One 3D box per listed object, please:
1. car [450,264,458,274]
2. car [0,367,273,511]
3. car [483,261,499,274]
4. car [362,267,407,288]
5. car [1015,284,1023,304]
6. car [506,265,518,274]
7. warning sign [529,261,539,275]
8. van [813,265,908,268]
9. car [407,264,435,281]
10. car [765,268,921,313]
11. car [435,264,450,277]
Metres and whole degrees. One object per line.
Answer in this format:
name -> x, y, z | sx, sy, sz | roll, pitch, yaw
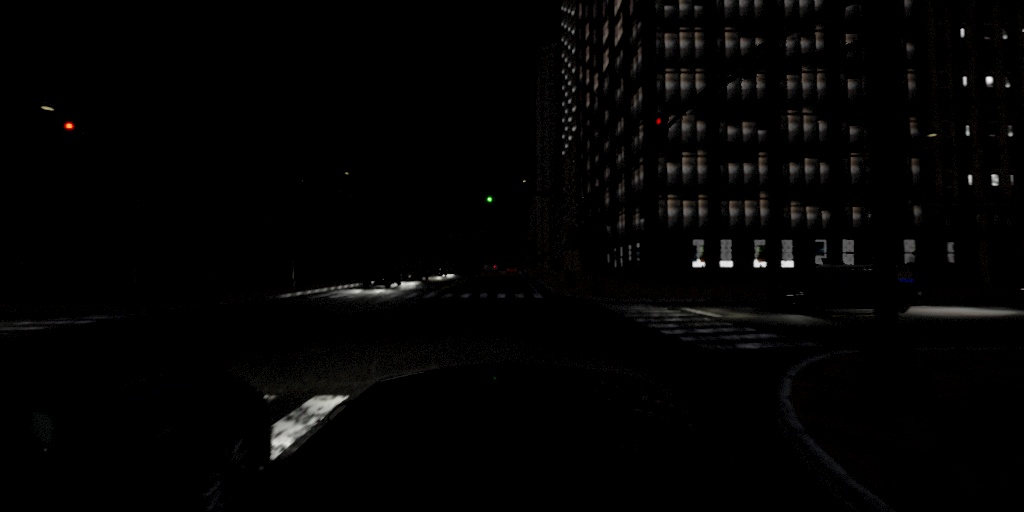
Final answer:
car -> -9.878, 2.109, 57.427 | 2.128, 1.511, 4.902 | 0, -1, 0
car -> -3.147, 1.098, 1.285 | 2.097, 1.767, 4.553 | 0, -1, 0
car -> -3.325, 1.829, 56.965 | 2.150, 2.045, 5.566 | 0, -1, 0
car -> -9.896, 1.627, 27.706 | 1.837, 1.490, 4.892 | 0, -1, -2
car -> 22.935, 1.299, 14.025 | 4.902, 1.511, 2.128 | 0, -2, -1
car -> 0.024, 2.226, 57.968 | 1.895, 1.301, 4.718 | 0, -1, 0
warning sign -> 2.791, 1.517, 45.427 | 1.300, 1.860, 1.060 | 0, 0, 0
van -> 15.924, 1.290, 16.506 | 3.998, 1.789, 1.690 | 0, 0, -1
car -> -9.895, 1.761, 37.167 | 2.128, 1.511, 4.902 | 0, -1, 0
car -> 12.620, 1.339, 13.889 | 5.008, 1.535, 1.882 | 0, -2, 0
car -> -9.903, 1.785, 47.043 | 2.097, 1.767, 4.553 | 0, -1, 0
